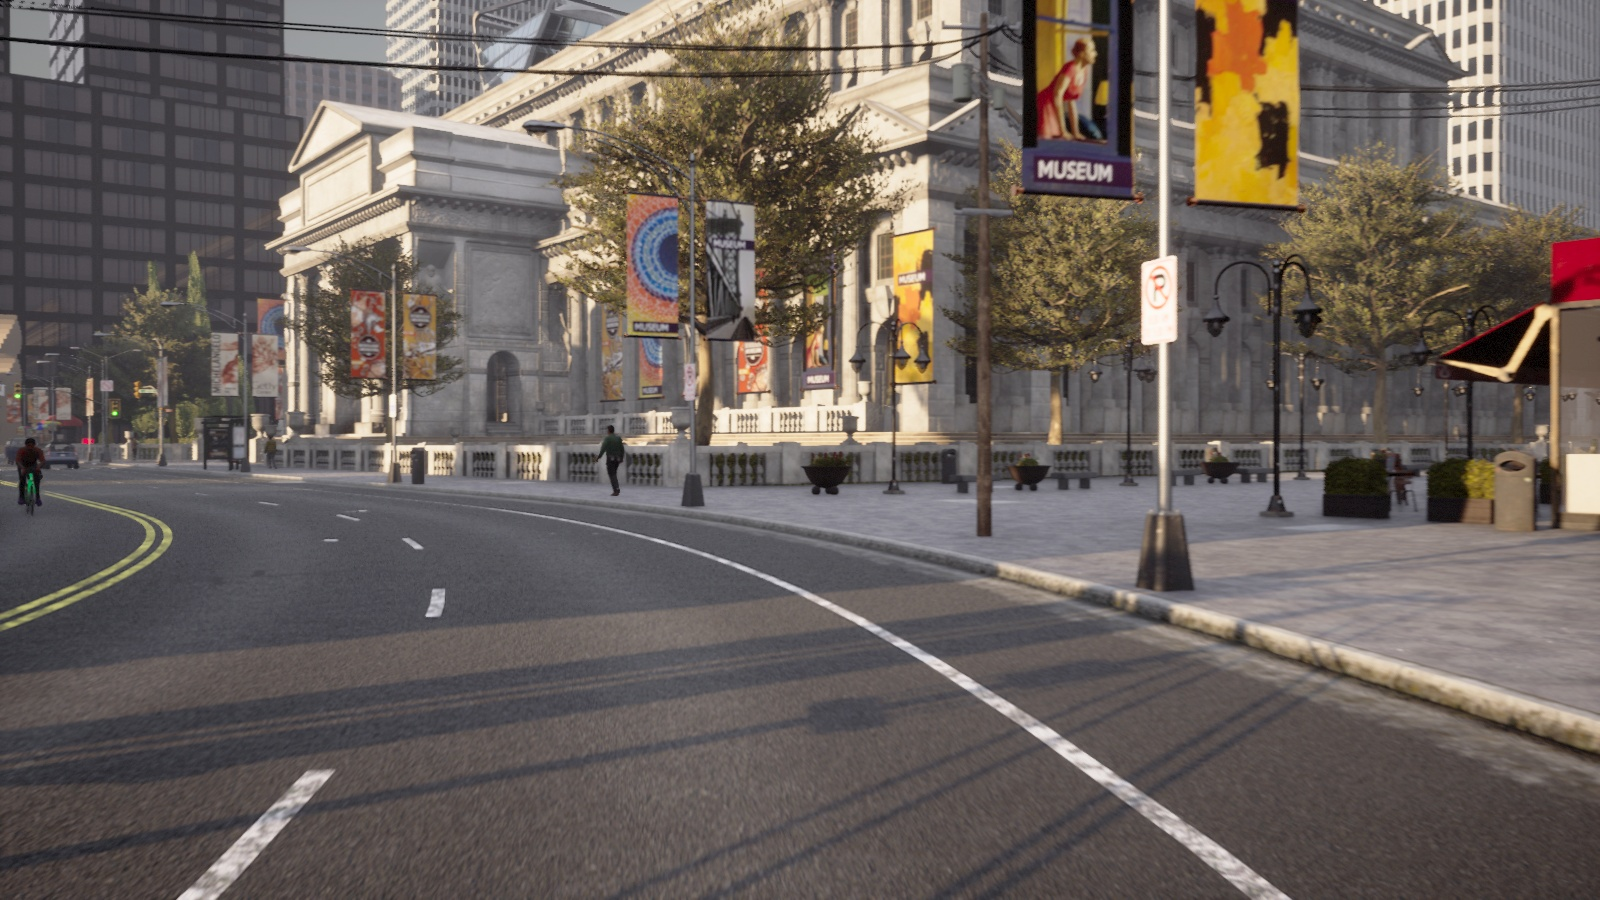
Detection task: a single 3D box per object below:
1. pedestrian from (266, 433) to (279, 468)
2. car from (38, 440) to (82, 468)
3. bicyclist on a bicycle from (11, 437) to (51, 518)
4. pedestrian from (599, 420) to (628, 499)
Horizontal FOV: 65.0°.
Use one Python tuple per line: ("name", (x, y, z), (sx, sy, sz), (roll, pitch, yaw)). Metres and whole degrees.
("pedestrian", (-27.821, 0.027, 66.241), (0.726, 1.835, 0.370), (0, 0, 45))
("car", (-44.670, 0.213, 75.804), (1.851, 1.617, 3.988), (0, 0, -37))
("bicyclist on a bicycle", (-16.004, 0.550, 26.121), (0.582, 1.620, 1.656), (0, 1, -36))
("pedestrian", (-4.679, 0.225, 31.511), (0.423, 1.949, 0.788), (0, 0, -35))
